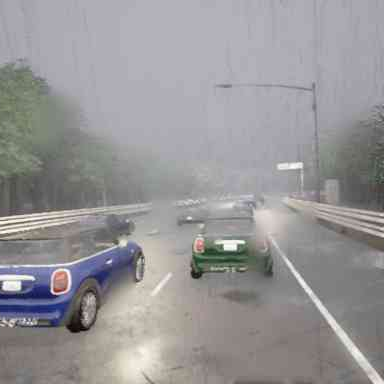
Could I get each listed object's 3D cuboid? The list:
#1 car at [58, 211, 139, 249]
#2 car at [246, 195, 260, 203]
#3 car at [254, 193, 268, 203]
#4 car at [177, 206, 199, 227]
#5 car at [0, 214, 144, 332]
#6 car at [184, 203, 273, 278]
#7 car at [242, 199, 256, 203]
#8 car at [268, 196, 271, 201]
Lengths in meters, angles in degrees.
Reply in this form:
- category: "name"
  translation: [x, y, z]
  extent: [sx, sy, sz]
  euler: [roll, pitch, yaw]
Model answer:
- category: "car"
  translation: [-4.659, 1.864, 17.633]
  extent: [2.033, 1.411, 5.357]
  euler: [-2, 0, 9]
- category: "car"
  translation: [8.324, 1.612, 48.088]
  extent: [1.882, 1.535, 5.008]
  euler: [-2, -1, 13]
- category: "car"
  translation: [13.850, 1.339, 68.951]
  extent: [2.150, 2.045, 5.566]
  euler: [-2, 0, 17]
- category: "car"
  translation: [0.162, 1.781, 25.241]
  extent: [1.994, 1.385, 4.181]
  euler: [-2, 0, 10]
- category: "car"
  translation: [-2.571, 1.507, 7.362]
  extent: [2.097, 1.767, 4.553]
  euler: [-2, -1, 7]
- category: "car"
  translation: [1.245, 1.404, 10.414]
  extent: [2.097, 1.767, 4.553]
  euler: [-2, 0, 8]
- category: "car"
  translation: [4.631, 1.676, 30.873]
  extent: [1.994, 1.385, 4.181]
  euler: [-2, -1, 11]
- category: "car"
  translation: [19.217, 1.648, 85.727]
  extent: [1.895, 1.301, 4.718]
  euler: [-2, 0, 19]
